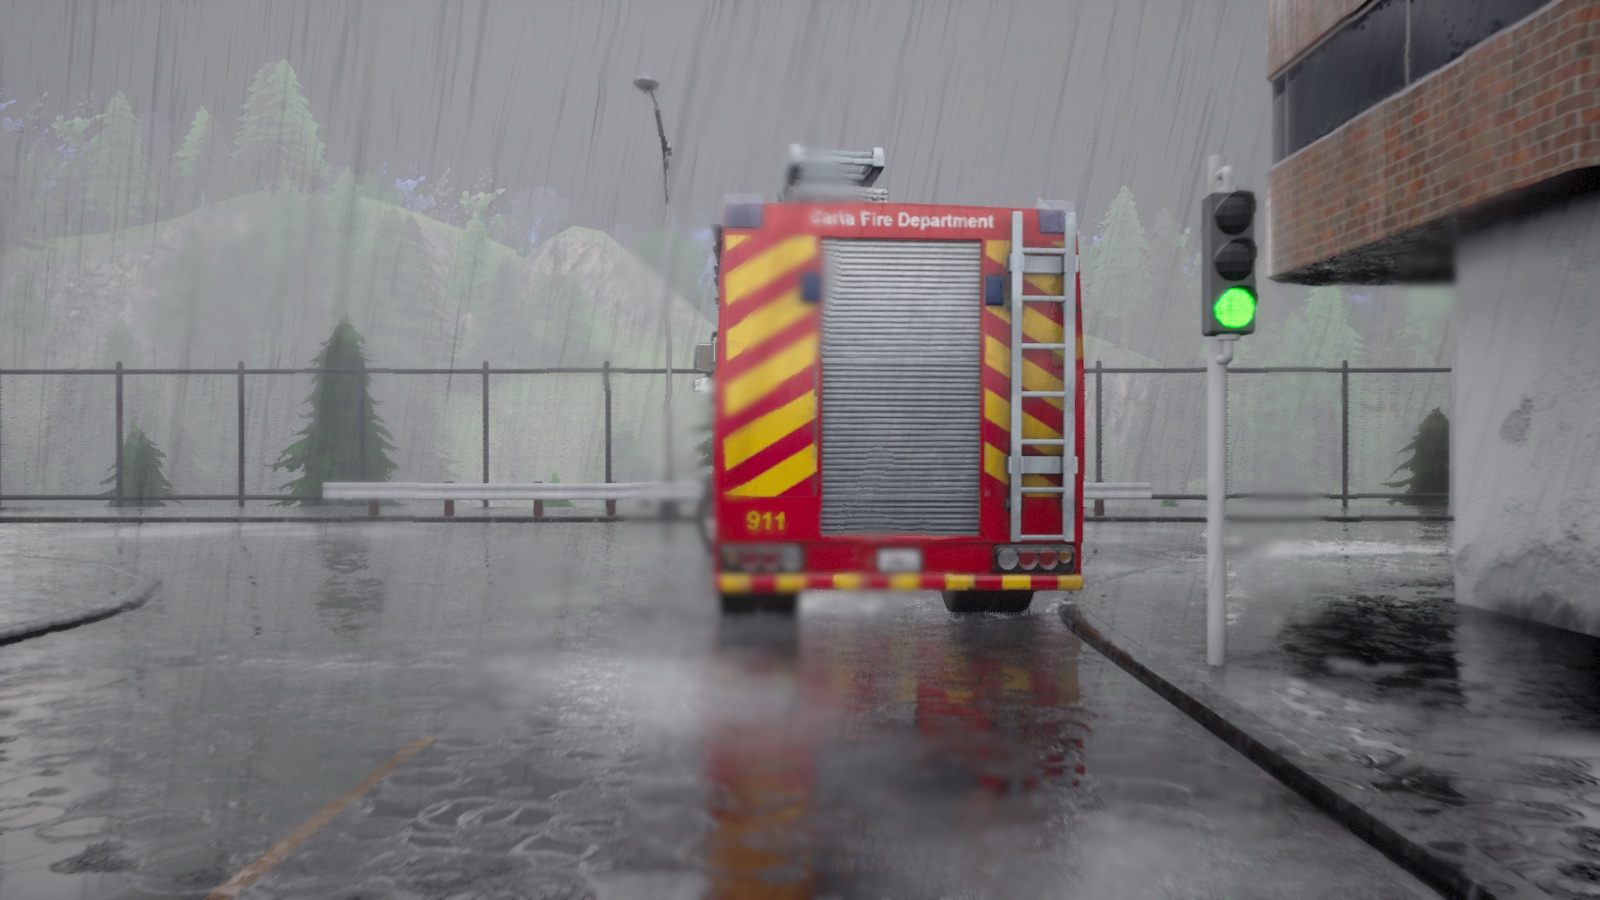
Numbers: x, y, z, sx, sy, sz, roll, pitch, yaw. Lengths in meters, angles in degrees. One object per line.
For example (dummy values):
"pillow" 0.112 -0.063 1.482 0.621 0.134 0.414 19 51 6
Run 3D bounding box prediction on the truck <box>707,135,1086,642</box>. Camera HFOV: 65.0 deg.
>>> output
"truck" 0.437 -0.471 13.810 2.891 3.827 8.468 0 0 -4
